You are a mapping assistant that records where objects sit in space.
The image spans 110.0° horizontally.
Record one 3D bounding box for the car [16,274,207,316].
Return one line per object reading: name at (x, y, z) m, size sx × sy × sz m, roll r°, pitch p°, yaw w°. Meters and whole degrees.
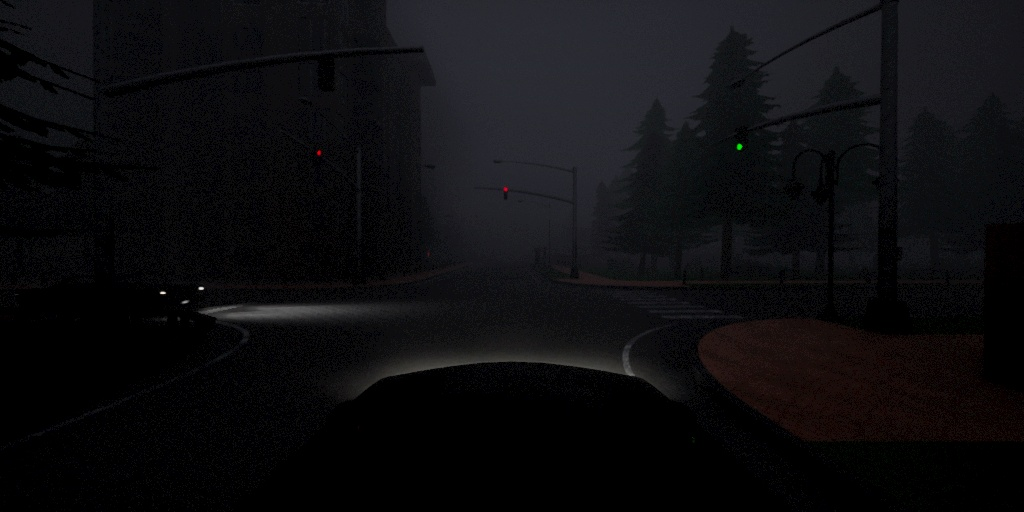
car at (-13.463, 1.266, 12.316) m, size 4.718 × 1.301 × 1.895 m, roll 0°, pitch 1°, yaw -1°
